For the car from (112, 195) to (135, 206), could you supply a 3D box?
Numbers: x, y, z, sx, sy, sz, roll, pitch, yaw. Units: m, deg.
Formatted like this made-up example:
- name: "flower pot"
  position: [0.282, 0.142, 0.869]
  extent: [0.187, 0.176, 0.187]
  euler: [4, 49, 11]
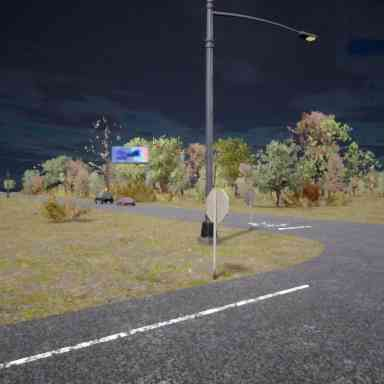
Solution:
- name: "car"
  position: [-10.598, 1.476, 52.651]
  extent: [1.994, 1.385, 4.181]
  euler: [0, 0, -33]

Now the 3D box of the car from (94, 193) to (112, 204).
- name: "car"
  position: [-16.156, 1.115, 60.981]
  extent: [2.150, 2.045, 5.566]
  euler: [0, 0, -34]
